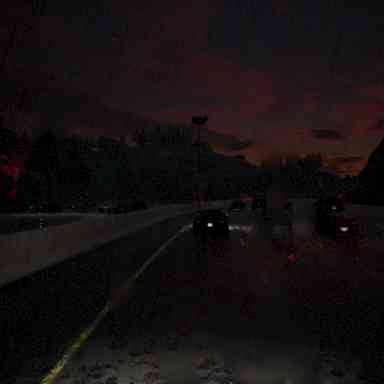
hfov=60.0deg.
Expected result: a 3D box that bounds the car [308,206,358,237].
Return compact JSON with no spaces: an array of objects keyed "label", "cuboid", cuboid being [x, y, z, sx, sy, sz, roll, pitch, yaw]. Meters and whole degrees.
[{"label":"car","cuboid":[8.196,1.766,19.567,1.812,1.442,4.674,0,0,7]}]

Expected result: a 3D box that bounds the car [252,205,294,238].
[{"label":"car","cuboid":[4.649,1.737,19.201,1.812,1.442,4.674,0,0,6]}]

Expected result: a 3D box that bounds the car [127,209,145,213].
[{"label":"car","cuboid":[-6.935,1.527,38.156,2.150,2.045,5.566,0,-1,11]}]

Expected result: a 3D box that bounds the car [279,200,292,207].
[{"label":"car","cuboid":[14.733,2.069,52.500,1.882,1.535,5.008,0,0,16]}]

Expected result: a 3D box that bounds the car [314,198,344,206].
[{"label":"car","cuboid":[13.786,1.634,33.742,2.150,2.045,5.566,0,0,11]}]

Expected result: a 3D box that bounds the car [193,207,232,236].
[{"label":"car","cuboid":[1.213,1.758,19.881,1.994,1.385,4.181,0,0,7]}]

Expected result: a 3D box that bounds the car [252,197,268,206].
[{"label":"car","cuboid":[10.322,1.764,50.437,2.150,2.045,5.566,0,0,16]}]

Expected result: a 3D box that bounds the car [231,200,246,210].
[{"label":"car","cuboid":[7.270,2.042,52.172,1.837,1.490,4.892,-1,0,16]}]
